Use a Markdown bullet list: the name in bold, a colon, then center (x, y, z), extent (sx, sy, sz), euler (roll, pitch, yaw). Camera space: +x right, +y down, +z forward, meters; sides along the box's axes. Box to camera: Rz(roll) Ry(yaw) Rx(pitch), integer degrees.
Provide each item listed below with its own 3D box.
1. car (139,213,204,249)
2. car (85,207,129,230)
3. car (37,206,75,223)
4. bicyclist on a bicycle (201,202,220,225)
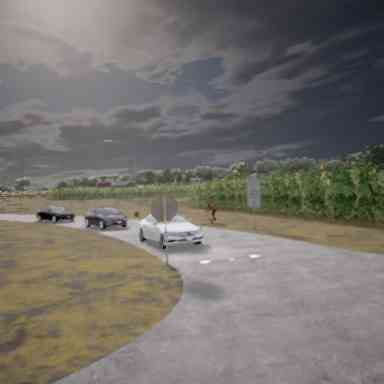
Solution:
- **car**: center (-1.169, 1.711, 15.985), extent (1.812, 1.442, 4.674), euler (-2, 0, -27)
- **car**: center (-6.434, 1.880, 24.744), extent (1.837, 1.490, 4.892), euler (-2, 0, -37)
- **car**: center (-13.247, 2.087, 32.296), extent (5.008, 1.535, 1.882), euler (-2, 0, 42)
- **bicyclist on a bicycle**: center (1.361, 1.558, 24.314), extent (1.656, 1.620, 0.582), euler (-1, 0, -32)
